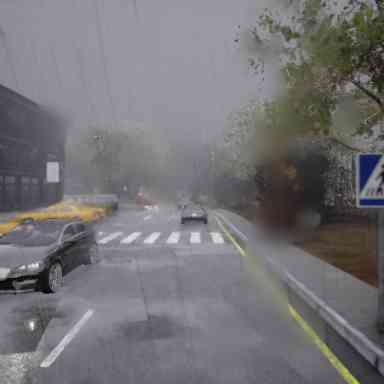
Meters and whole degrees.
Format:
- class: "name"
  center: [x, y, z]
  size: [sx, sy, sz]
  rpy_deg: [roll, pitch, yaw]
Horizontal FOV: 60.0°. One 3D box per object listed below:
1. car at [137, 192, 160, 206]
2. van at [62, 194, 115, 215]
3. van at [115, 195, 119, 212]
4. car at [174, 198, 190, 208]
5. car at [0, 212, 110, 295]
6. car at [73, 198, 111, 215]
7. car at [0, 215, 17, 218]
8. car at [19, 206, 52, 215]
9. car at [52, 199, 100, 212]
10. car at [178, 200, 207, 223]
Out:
- class: "car"
  center: [-6.844, 0.980, 51.592]
  size: [2.150, 2.045, 5.566]
  rpy_deg: [0, 0, -27]
- class: "van"
  center: [-9.335, 1.265, 28.879]
  size: [4.442, 1.987, 1.878]
  rpy_deg: [-1, 1, -20]
- class: "van"
  center: [-9.359, 1.234, 31.880]
  size: [4.442, 1.987, 1.878]
  rpy_deg: [-1, 1, -20]
- class: "car"
  center: [-1.059, 1.431, 42.312]
  size: [1.994, 1.385, 4.181]
  rpy_deg: [0, 1, -10]
- class: "car"
  center: [-3.946, 1.517, 8.927]
  size: [2.128, 1.511, 4.902]
  rpy_deg: [0, 0, 0]
- class: "car"
  center: [-9.206, 1.519, 25.934]
  size: [5.008, 1.535, 2.097]
  rpy_deg: [-1, 0, -20]
- class: "car"
  center: [-8.976, 1.511, 10.979]
  size: [5.366, 1.575, 1.946]
  rpy_deg: [-1, 0, -20]
- class: "car"
  center: [-8.979, 1.520, 13.981]
  size: [5.366, 1.575, 1.946]
  rpy_deg: [-1, 0, -20]
- class: "car"
  center: [-9.351, 1.542, 22.866]
  size: [5.366, 1.575, 1.946]
  rpy_deg: [-1, 0, -20]
- class: "car"
  center: [0.159, 1.599, 25.827]
  size: [1.994, 1.385, 4.181]
  rpy_deg: [0, 0, 0]
